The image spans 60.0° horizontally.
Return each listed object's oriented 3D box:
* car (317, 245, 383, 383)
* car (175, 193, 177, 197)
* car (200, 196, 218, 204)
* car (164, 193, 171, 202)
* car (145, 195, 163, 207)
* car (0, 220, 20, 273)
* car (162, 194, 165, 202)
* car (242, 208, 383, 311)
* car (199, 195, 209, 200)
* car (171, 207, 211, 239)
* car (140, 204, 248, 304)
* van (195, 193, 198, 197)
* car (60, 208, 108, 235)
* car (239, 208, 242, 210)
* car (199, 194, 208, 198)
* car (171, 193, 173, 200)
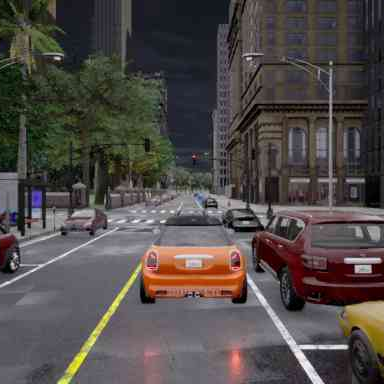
[{"bbox_3d":[2.753,1.525,2.450,1.752,1.417,4.829,0,0,0],"label":"car"},{"bbox_3d":[-6.252,1.232,93.749,2.192,1.841,5.009,0,0,0],"label":"car"},{"bbox_3d":[2.530,1.544,44.992,1.947,1.339,4.313,0,0,0],"label":"car"},{"bbox_3d":[-6.138,1.391,72.068,1.967,1.590,4.097,0,0,0],"label":"car"},{"bbox_3d":[-6.024,1.525,50.387,2.008,1.369,4.403,0,0,0],"label":"car"},{"bbox_3d":[-5.801,1.439,7.676,1.967,1.590,4.097,0,0,0],"label":"car"},{"bbox_3d":[-6.053,1.410,55.807,1.967,1.590,4.097,0,0,0],"label":"car"},{"bbox_3d":[2.724,1.314,7.705,2.192,1.841,5.009,0,0,0],"label":"car"},{"bbox_3d":[2.501,1.540,50.412,1.947,1.339,4.313,0,0,0],"label":"car"},{"bbox_3d":[-0.030,1.596,18.145,1.895,1.301,4.718,0,0,0],"label":"car"},{"bbox_3d":[0.033,1.351,8.326,2.097,1.767,4.553,0,0,0],"label":"car"},{"bbox_3d":[2.330,1.276,82.934,1.690,1.788,3.998,0,0,0],"label":"van"},{"bbox_3d":[-5.857,1.577,18.528,1.802,1.307,4.206,0,0,0],"label":"car"},{"bbox_3d":[2.668,1.561,18.555,1.947,1.339,4.313,0,0,0],"label":"car"},{"bbox_3d":[2.472,1.495,56.002,1.752,1.417,4.829,0,0,0],"label":"car"},{"bbox_3d":[-6.167,1.258,77.488,2.192,1.841,5.009,0,0,0],"label":"car"}]
